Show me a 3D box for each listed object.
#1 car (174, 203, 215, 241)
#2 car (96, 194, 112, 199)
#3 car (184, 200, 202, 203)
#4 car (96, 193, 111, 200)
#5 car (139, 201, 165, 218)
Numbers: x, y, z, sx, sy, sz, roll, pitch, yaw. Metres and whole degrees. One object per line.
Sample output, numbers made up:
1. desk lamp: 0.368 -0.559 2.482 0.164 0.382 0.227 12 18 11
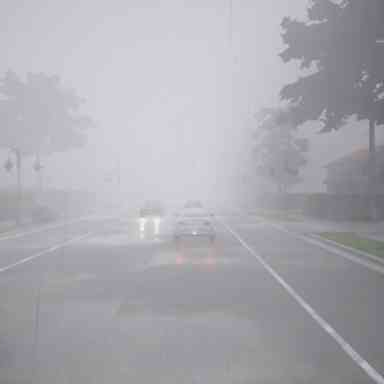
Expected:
1. car: 0.108 1.493 16.360 1.812 1.442 4.674 0 0 0
2. car: -23.989 1.247 90.332 3.806 1.475 1.970 0 0 1
3. car: 0.115 1.490 33.408 1.994 1.385 4.181 0 0 0
4. car: -23.274 1.100 84.580 4.611 1.667 2.242 0 0 1
5. car: -3.489 1.502 29.762 1.994 1.385 4.181 0 0 0
